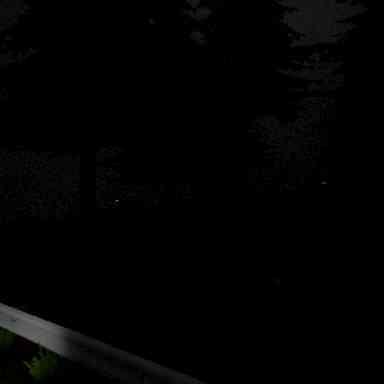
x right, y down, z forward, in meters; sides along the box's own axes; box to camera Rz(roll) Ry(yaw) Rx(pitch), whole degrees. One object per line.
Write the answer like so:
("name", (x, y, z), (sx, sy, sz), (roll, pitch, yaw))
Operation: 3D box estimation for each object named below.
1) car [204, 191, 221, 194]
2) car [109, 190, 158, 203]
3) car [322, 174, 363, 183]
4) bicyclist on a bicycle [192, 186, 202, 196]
("car", (3.623, 0.058, 35.080), (5.008, 1.535, 1.882), (-5, 1, -12))
("car", (-5.495, 0.706, 31.108), (4.553, 1.767, 2.097), (-5, 2, -29))
("car", (15.849, -1.032, 35.521), (4.553, 1.767, 2.097), (-5, -1, 12))
("bicyclist on a bicycle", (0.420, 0.347, 26.972), (0.582, 1.620, 1.656), (1, 4, -28))
